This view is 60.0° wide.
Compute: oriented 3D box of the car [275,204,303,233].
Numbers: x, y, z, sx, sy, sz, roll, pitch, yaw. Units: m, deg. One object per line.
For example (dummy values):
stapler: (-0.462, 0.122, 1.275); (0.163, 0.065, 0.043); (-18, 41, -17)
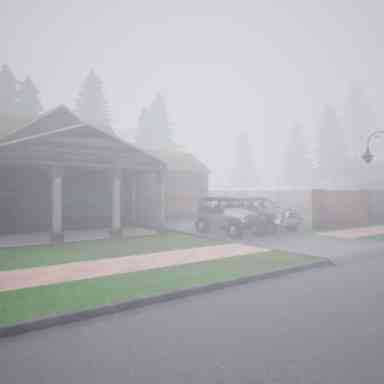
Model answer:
car: (3.578, 1.167, 17.951); (1.932, 1.855, 4.605); (0, 0, -36)

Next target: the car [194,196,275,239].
car: (1.769, 1.171, 16.163); (1.905, 1.878, 3.866); (0, 0, -36)
